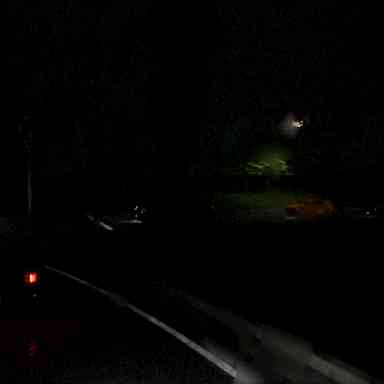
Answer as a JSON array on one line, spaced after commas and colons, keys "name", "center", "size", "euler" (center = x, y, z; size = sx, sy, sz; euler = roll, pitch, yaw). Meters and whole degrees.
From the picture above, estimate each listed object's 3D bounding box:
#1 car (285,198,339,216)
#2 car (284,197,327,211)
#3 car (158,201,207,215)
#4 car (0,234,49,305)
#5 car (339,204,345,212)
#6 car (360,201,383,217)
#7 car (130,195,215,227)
[{"name": "car", "center": [11.323, 1.468, 32.151], "size": [5.008, 1.535, 1.882], "euler": [0, 0, -24]}, {"name": "car", "center": [13.971, 1.465, 40.943], "size": [5.008, 1.535, 1.882], "euler": [0, 0, -24]}, {"name": "car", "center": [-0.980, 1.589, 34.415], "size": [4.718, 1.301, 1.895], "euler": [0, 0, -24]}, {"name": "car", "center": [-4.899, 1.598, 7.303], "size": [1.895, 1.301, 4.718], "euler": [0, 0, -42]}, {"name": "car", "center": [14.793, 1.590, 37.486], "size": [4.718, 1.301, 1.895], "euler": [0, 0, -24]}, {"name": "car", "center": [18.510, 1.538, 31.472], "size": [5.357, 1.411, 2.033], "euler": [0, 0, -24]}, {"name": "car", "center": [-1.105, 1.215, 22.896], "size": [5.566, 2.045, 2.150], "euler": [0, 0, -24]}]
